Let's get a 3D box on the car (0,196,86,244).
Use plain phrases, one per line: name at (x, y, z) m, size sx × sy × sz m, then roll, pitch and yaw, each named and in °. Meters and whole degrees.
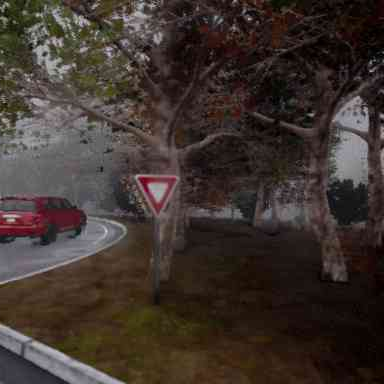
car at (-6.938, 1.199, 15.778) m, size 2.150 × 2.045 × 5.566 m, roll 1°, pitch 0°, yaw 3°
